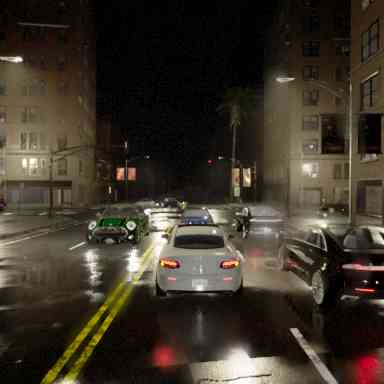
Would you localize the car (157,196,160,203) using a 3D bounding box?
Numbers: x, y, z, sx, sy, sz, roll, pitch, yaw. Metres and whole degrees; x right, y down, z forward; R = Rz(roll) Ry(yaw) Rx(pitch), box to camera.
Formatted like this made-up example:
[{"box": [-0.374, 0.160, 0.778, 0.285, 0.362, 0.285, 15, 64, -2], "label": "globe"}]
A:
[{"box": [-6.049, 1.535, 66.125, 2.033, 1.411, 5.357, 0, 0, 1], "label": "car"}]

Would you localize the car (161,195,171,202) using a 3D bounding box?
[{"box": [-5.940, 1.500, 76.553, 1.812, 1.442, 4.674, 0, 0, 0], "label": "car"}]

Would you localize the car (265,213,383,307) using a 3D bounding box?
[{"box": [3.386, 1.490, 7.922, 2.128, 1.511, 4.902, 0, 0, 1], "label": "car"}]

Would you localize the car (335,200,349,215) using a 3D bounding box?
[{"box": [16.444, 1.762, 31.613, 4.313, 1.339, 1.947, 0, 0, 1], "label": "car"}]

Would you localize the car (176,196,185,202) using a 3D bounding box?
[{"box": [-2.677, 1.565, 78.135, 1.895, 1.301, 4.718, 0, 0, 0], "label": "car"}]

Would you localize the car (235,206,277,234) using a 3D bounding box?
[{"box": [3.375, 1.488, 17.230, 2.128, 1.511, 4.902, 0, 0, 0], "label": "car"}]

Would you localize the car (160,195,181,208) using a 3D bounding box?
[{"box": [-3.002, 1.540, 47.544, 2.033, 1.411, 5.357, 0, 0, 0], "label": "car"}]

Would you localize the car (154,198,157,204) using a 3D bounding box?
[{"box": [-6.268, 1.575, 45.234, 1.895, 1.301, 4.718, 0, -1, 0], "label": "car"}]

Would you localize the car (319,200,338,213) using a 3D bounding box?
[{"box": [17.008, 1.592, 37.557, 5.008, 1.535, 1.882, 0, 1, 1], "label": "car"}]

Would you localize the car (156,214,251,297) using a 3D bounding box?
[{"box": [0.161, 1.524, 8.466, 1.812, 1.442, 4.674, 0, 0, 0], "label": "car"}]

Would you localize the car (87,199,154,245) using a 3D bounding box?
[{"box": [-3.239, 1.349, 15.375, 2.097, 1.767, 4.553, 0, 0, 0], "label": "car"}]

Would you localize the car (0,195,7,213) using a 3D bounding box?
[{"box": [-20.696, 1.345, 31.989, 5.008, 1.535, 1.882, 0, 1, -8], "label": "car"}]

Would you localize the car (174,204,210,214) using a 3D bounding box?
[{"box": [0.230, 1.544, 17.921, 2.033, 1.411, 5.357, 0, 0, 0], "label": "car"}]

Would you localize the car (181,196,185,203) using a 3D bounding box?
[{"box": [-2.770, 1.533, 67.769, 2.033, 1.411, 5.357, 0, 0, 1], "label": "car"}]
